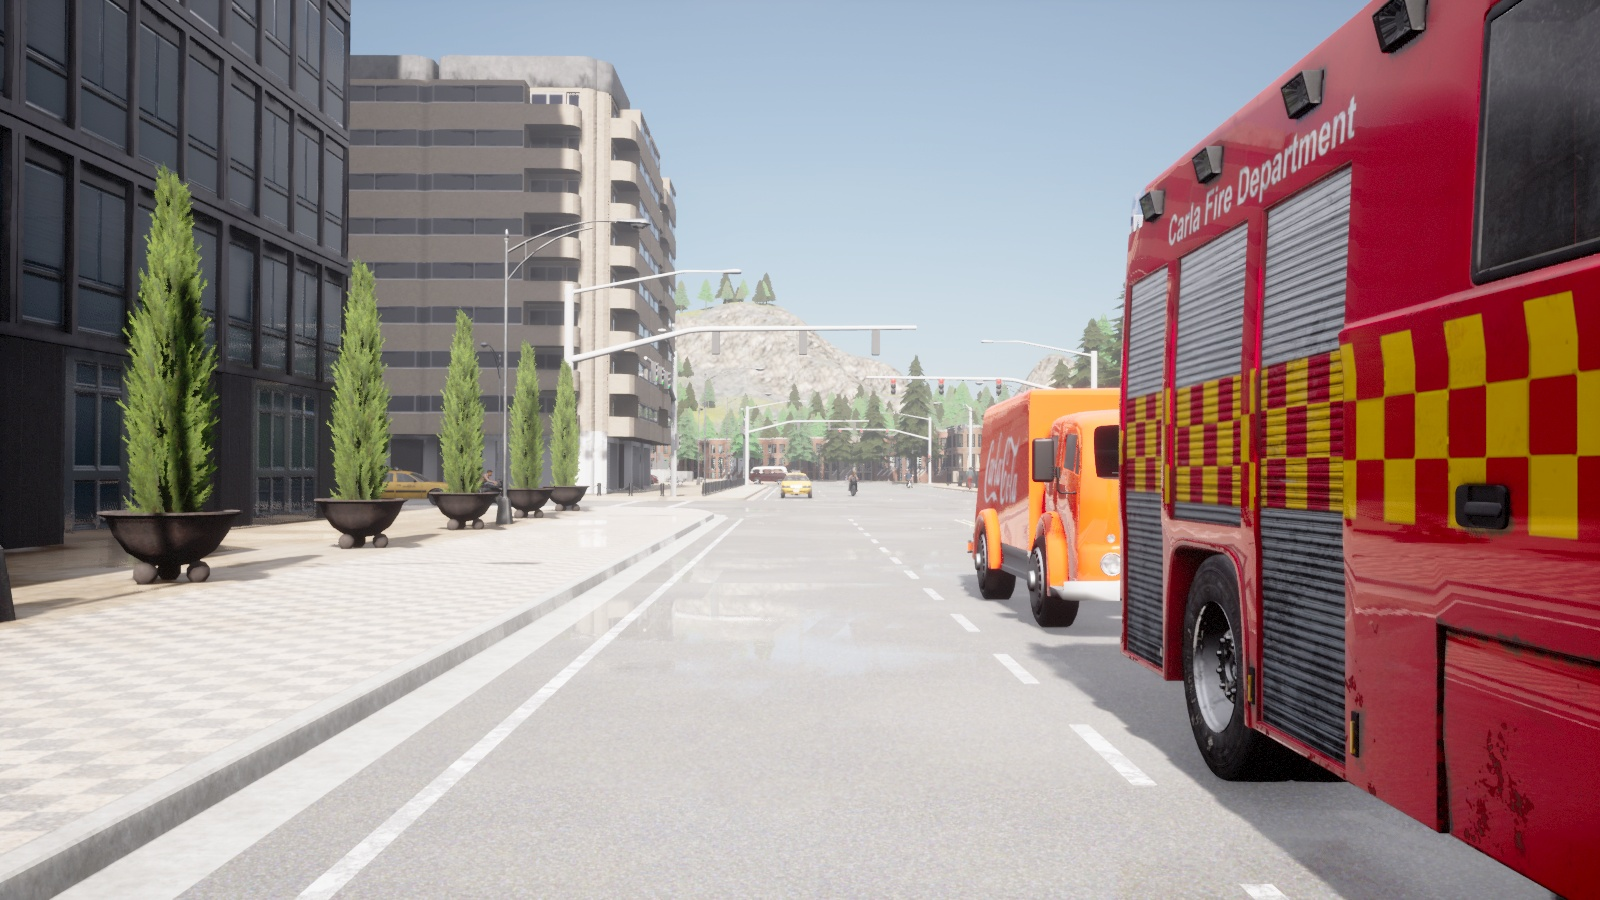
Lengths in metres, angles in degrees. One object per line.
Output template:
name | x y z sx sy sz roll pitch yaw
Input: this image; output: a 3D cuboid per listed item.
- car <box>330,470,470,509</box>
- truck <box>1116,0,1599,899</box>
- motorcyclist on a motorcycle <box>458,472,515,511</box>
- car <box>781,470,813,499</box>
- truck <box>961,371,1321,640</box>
car | -16.922 1.659 53.309 5.366 1.575 1.801 0 -1 0
truck | 3.485 -0.301 3.774 2.891 3.827 8.468 0 -1 0
motorcyclist on a motorcycle | -12.417 1.625 49.796 2.044 1.523 0.797 0 -1 0
car | -0.191 1.982 73.270 1.801 1.575 5.366 0 -1 0
truck | 3.465 0.551 14.149 2.627 2.467 5.204 0 -1 0
